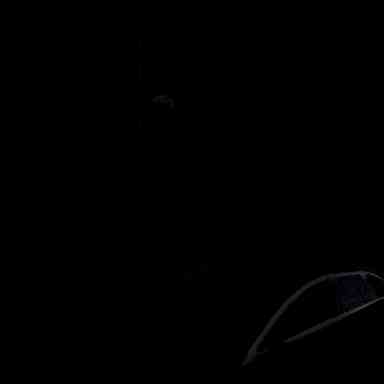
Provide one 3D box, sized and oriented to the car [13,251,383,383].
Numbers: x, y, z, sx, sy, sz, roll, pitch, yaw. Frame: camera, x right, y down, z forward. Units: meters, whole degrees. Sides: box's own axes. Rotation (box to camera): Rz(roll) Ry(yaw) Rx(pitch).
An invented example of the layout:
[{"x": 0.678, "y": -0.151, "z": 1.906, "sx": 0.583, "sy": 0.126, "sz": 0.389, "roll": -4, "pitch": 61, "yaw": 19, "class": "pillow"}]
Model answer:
[{"x": 0.755, "y": 1.494, "z": 3.611, "sx": 4.902, "sy": 1.511, "sz": 2.128, "roll": 0, "pitch": 0, "yaw": -36, "class": "car"}]
